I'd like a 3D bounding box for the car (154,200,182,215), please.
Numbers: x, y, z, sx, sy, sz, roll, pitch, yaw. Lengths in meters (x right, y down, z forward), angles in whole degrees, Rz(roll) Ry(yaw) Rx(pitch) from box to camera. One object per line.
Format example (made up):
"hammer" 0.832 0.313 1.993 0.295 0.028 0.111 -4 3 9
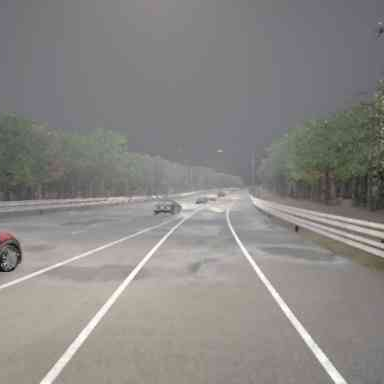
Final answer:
"car" -2.321 1.499 32.816 2.033 1.411 5.357 0 0 9

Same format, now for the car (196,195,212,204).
"car" 1.873 1.438 59.560 2.033 1.411 5.357 0 0 9

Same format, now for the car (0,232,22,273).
"car" -6.238 1.351 7.916 2.097 1.767 4.553 -1 0 9

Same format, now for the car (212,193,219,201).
"car" 4.522 1.446 76.435 1.895 1.301 4.718 0 0 9
